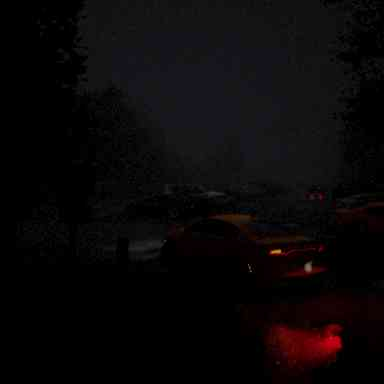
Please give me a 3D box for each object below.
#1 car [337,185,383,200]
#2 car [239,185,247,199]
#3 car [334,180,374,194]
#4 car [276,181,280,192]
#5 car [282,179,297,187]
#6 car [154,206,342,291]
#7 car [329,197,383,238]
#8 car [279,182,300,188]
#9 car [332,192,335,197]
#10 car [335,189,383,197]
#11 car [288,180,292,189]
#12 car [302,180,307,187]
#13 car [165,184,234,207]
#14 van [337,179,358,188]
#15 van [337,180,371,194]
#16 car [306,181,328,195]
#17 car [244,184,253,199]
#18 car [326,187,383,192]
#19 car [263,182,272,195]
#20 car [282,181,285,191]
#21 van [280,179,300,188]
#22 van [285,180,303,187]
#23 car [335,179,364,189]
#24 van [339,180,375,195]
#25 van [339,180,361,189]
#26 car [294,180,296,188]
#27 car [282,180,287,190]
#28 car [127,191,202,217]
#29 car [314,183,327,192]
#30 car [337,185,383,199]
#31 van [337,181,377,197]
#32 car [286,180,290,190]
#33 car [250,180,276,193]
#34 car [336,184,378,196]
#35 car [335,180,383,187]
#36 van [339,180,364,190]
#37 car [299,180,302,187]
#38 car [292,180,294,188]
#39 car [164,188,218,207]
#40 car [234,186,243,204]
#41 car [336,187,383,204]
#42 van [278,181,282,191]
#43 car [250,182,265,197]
[{"bbox_3d":[18.876,0.061,37.365,4.792,1.488,2.163,1,3,24],"label":"car"},{"bbox_3d":[2.386,0.356,32.400,4.892,1.521,2.231,1,3,24],"label":"car"},{"bbox_3d":[25.446,-0.881,52.459,5.566,2.045,2.435,1,3,24],"label":"car"},{"bbox_3d":[10.210,-0.478,50.156,4.792,1.488,2.163,1,3,24],"label":"car"},{"bbox_3d":[18.935,-1.376,70.562,5.366,1.575,1.946,1,3,24],"label":"car"},{"bbox_3d":[1.005,1.327,8.703,1.882,1.535,5.008,2,0,-32],"label":"car"},{"bbox_3d":[8.830,1.207,14.576,5.008,1.535,2.097,1,3,24],"label":"car"},{"bbox_3d":[23.569,-1.761,80.648,4.674,1.452,2.002,1,3,24],"label":"car"},{"bbox_3d":[10.983,0.979,19.541,4.792,1.488,2.163,1,3,24],"label":"car"},{"bbox_3d":[9.976,0.950,17.090,4.553,1.767,2.185,1,3,24],"label":"car"},{"bbox_3d":[15.590,-1.053,62.942,5.366,1.575,1.946,1,3,24],"label":"car"},{"bbox_3d":[25.822,-2.267,85.706,5.566,2.045,2.435,1,3,24],"label":"car"},{"bbox_3d":[0.175,0.368,27.300,5.566,2.045,2.435,1,3,24],"label":"car"},{"bbox_3d":[37.661,-2.045,80.498,4.442,1.987,1.878,1,2,24],"label":"van"},{"bbox_3d":[24.252,-0.749,49.962,4.442,1.987,1.878,1,3,24],"label":"van"},{"bbox_3d":[17.998,-0.408,47.721,2.128,1.511,4.902,1,3,24],"label":"car"},{"bbox_3d":[3.326,0.217,35.015,5.366,1.575,1.946,1,3,24],"label":"car"},{"bbox_3d":[13.066,0.681,24.669,5.366,1.575,1.946,1,3,24],"label":"car"},{"bbox_3d":[7.010,-0.164,42.481,5.366,1.575,1.946,1,3,24],"label":"car"},{"bbox_3d":[12.387,-0.695,55.260,4.792,1.488,2.163,1,3,24],"label":"car"},{"bbox_3d":[24.574,-2.136,83.225,4.442,1.987,1.878,1,3,24],"label":"van"},{"bbox_3d":[27.914,-2.385,90.833,4.442,1.987,1.878,1,2,24],"label":"van"},{"bbox_3d":[34.400,-1.746,72.851,5.566,2.045,2.435,1,3,24],"label":"car"},{"bbox_3d":[23.353,-0.638,47.334,4.442,1.987,1.878,1,3,24],"label":"van"},{"bbox_3d":[35.646,-1.826,75.329,4.442,1.987,1.878,1,3,24],"label":"van"},{"bbox_3d":[17.984,-1.261,67.950,4.892,1.521,2.231,1,3,24],"label":"car"},{"bbox_3d":[13.502,-0.802,57.800,4.792,1.488,2.163,1,3,24],"label":"car"},{"bbox_3d":[-2.107,0.912,22.259,4.792,1.488,2.163,1,3,24],"label":"car"},{"bbox_3d":[22.135,-0.821,57.142,1.882,1.535,5.008,1,3,24],"label":"car"},{"bbox_3d":[19.936,-0.053,39.779,4.792,1.488,2.163,1,3,24],"label":"car"},{"bbox_3d":[20.915,-0.423,42.341,4.442,1.987,1.878,1,3,23],"label":"van"},{"bbox_3d":[14.617,-0.910,60.340,4.792,1.488,2.163,1,3,24],"label":"car"},{"bbox_3d":[9.097,-0.523,47.612,4.553,1.767,2.185,1,3,24],"label":"car"},{"bbox_3d":[22.139,-0.307,44.854,5.008,1.535,2.097,1,3,24],"label":"car"},{"bbox_3d":[15.486,0.173,29.637,5.566,2.045,2.435,1,3,24],"label":"car"},{"bbox_3d":[31.194,-1.396,65.190,4.442,1.987,1.878,1,3,24],"label":"van"},{"bbox_3d":[22.446,-1.694,78.110,5.008,1.535,2.097,1,3,24],"label":"car"},{"bbox_3d":[16.880,-1.154,65.405,4.892,1.521,2.231,1,3,24],"label":"car"},{"bbox_3d":[-0.960,0.751,24.783,5.008,1.535,2.097,1,3,24],"label":"car"},{"bbox_3d":[1.435,0.487,29.788,5.366,1.575,1.946,1,3,24],"label":"car"},{"bbox_3d":[16.548,0.321,32.206,4.792,1.488,2.163,1,3,24],"label":"car"},{"bbox_3d":[11.405,-0.840,52.651,4.442,1.987,1.878,1,3,24],"label":"van"},{"bbox_3d":[5.605,-0.050,40.203,5.366,1.575,1.946,1,3,24],"label":"car"}]
